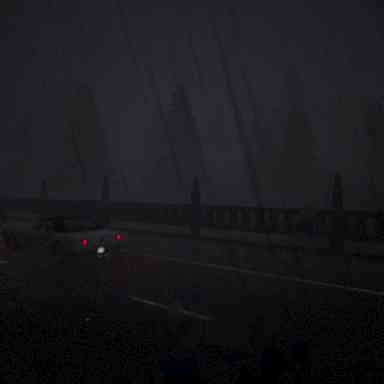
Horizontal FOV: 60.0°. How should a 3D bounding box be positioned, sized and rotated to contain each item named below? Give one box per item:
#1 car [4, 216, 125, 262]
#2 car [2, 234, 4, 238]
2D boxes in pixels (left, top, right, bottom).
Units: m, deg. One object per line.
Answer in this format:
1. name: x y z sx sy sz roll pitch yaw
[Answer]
1. car: -4.624 1.485 11.591 4.718 1.301 1.895 1 0 36
2. car: -7.479 1.474 9.328 4.718 1.301 1.895 1 0 35
